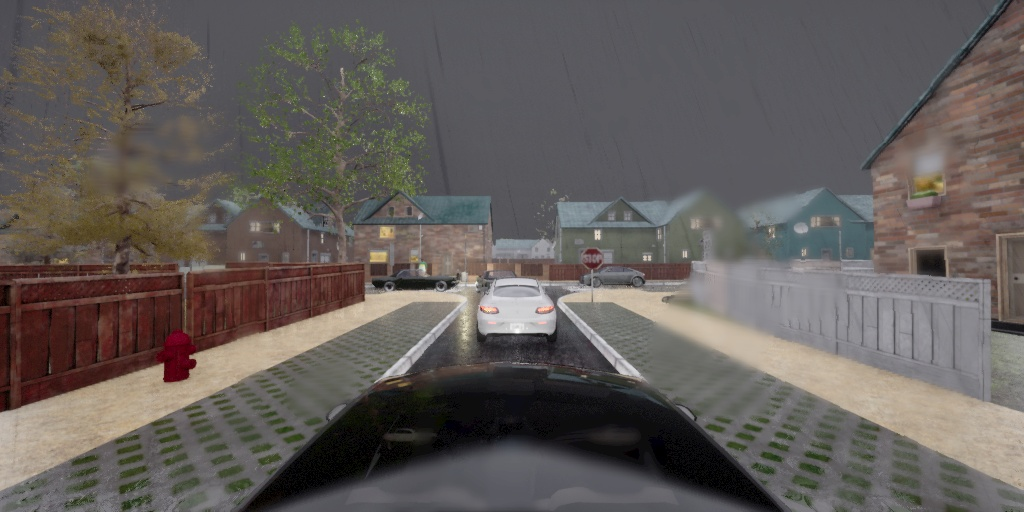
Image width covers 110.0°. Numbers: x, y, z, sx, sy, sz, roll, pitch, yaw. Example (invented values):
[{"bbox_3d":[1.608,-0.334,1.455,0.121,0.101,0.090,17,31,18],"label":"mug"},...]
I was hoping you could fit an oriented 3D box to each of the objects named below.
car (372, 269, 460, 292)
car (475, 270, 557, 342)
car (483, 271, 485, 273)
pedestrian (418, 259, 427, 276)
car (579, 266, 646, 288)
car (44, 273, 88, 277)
[{"bbox_3d":[-5.469,1.416,20.849,4.718,1.301,1.895,-1,-1,1],"label":"car"},{"bbox_3d":[0.109,1.279,9.642,1.812,1.442,4.674,0,0,0],"label":"car"},{"bbox_3d":[-0.745,1.366,18.461,1.895,1.301,4.718,0,-1,-12],"label":"car"},{"bbox_3d":[-6.683,1.118,26.736,0.375,1.860,0.375,0,-1,1],"label":"pedestrian"},{"bbox_3d":[6.554,1.344,23.631,4.181,1.385,1.994,0,-1,1],"label":"car"},{"bbox_3d":[-25.593,1.632,21.133,4.718,1.301,1.895,-1,-1,1],"label":"car"}]
